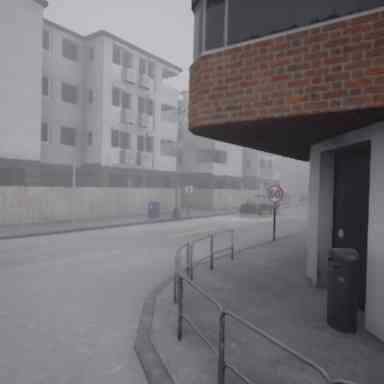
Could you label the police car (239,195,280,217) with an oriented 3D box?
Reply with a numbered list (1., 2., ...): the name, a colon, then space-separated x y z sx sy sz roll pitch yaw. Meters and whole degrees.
1. police car: 5.600 1.081 27.301 1.930 1.638 5.238 2 1 35
